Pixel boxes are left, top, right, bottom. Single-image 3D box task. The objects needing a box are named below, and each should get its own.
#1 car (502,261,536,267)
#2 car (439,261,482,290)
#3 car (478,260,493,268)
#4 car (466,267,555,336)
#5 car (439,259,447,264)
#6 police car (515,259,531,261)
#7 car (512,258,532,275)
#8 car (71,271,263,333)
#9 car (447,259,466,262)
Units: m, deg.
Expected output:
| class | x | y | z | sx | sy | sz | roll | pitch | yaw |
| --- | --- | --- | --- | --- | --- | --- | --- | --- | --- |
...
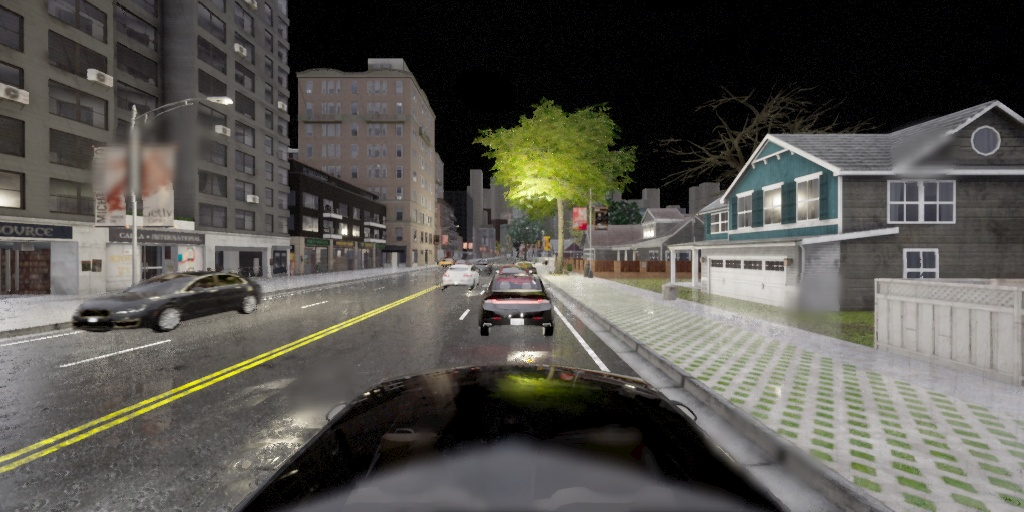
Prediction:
| class | x | y | z | sx | sy | sz | roll | pitch | yaw |
| --- | --- | --- | --- | --- | --- | --- | --- | --- | --- |
| car | 0.122 | 1.218 | 19.860 | 1.882 | 1.535 | 5.008 | 0 | 0 | 0 |
| car | -3.124 | 1.264 | 22.398 | 1.812 | 1.442 | 4.674 | 0 | 0 | 0 |
| car | -3.106 | 1.208 | 39.067 | 2.128 | 1.511 | 4.902 | 0 | 0 | 0 |
| car | 0.113 | 1.239 | 10.357 | 2.128 | 1.511 | 4.902 | 0 | 0 | 0 |
| car | -9.785 | 1.174 | 54.404 | 1.882 | 1.535 | 5.008 | 0 | 0 | 0 |
| police car | 1.008 | 1.155 | 29.590 | 1.930 | 1.638 | 5.238 | 0 | 0 | 0 |
| car | 1.019 | 1.067 | 39.450 | 2.097 | 1.767 | 4.553 | 0 | 0 | 0 |
| car | -9.838 | 1.252 | 10.842 | 1.837 | 1.490 | 4.892 | 0 | 0 | 0 |
| car | -6.548 | 1.186 | 45.453 | 1.882 | 1.535 | 5.008 | 0 | 0 | 0 |
